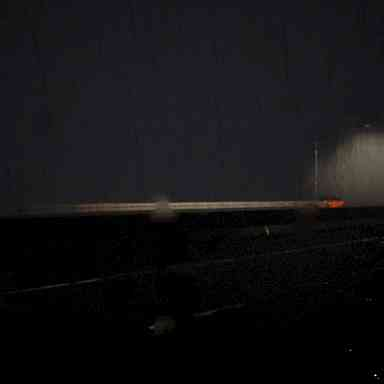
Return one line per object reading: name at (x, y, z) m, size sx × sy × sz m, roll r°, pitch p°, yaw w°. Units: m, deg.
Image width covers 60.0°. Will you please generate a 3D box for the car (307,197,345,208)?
car at (14.119, 1.187, 35.075) m, size 4.553 × 1.767 × 2.097 m, roll 1°, pitch 0°, yaw -34°
